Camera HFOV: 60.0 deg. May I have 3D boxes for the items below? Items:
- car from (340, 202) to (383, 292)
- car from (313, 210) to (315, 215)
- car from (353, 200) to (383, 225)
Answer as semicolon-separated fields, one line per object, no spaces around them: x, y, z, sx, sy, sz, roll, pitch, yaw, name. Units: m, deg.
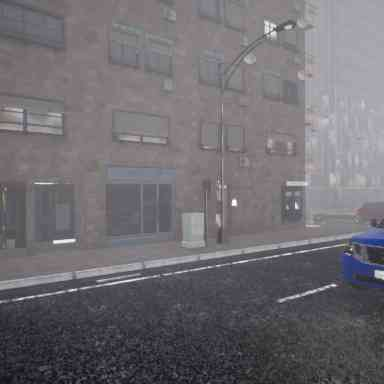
5.836;1.222;7.849;5.566;2.045;2.150;0;0;-36;car
9.779;1.924;33.305;1.895;1.301;4.718;-1;-1;-36;car
14.904;1.531;25.120;2.097;1.767;4.553;-1;0;-25;car
